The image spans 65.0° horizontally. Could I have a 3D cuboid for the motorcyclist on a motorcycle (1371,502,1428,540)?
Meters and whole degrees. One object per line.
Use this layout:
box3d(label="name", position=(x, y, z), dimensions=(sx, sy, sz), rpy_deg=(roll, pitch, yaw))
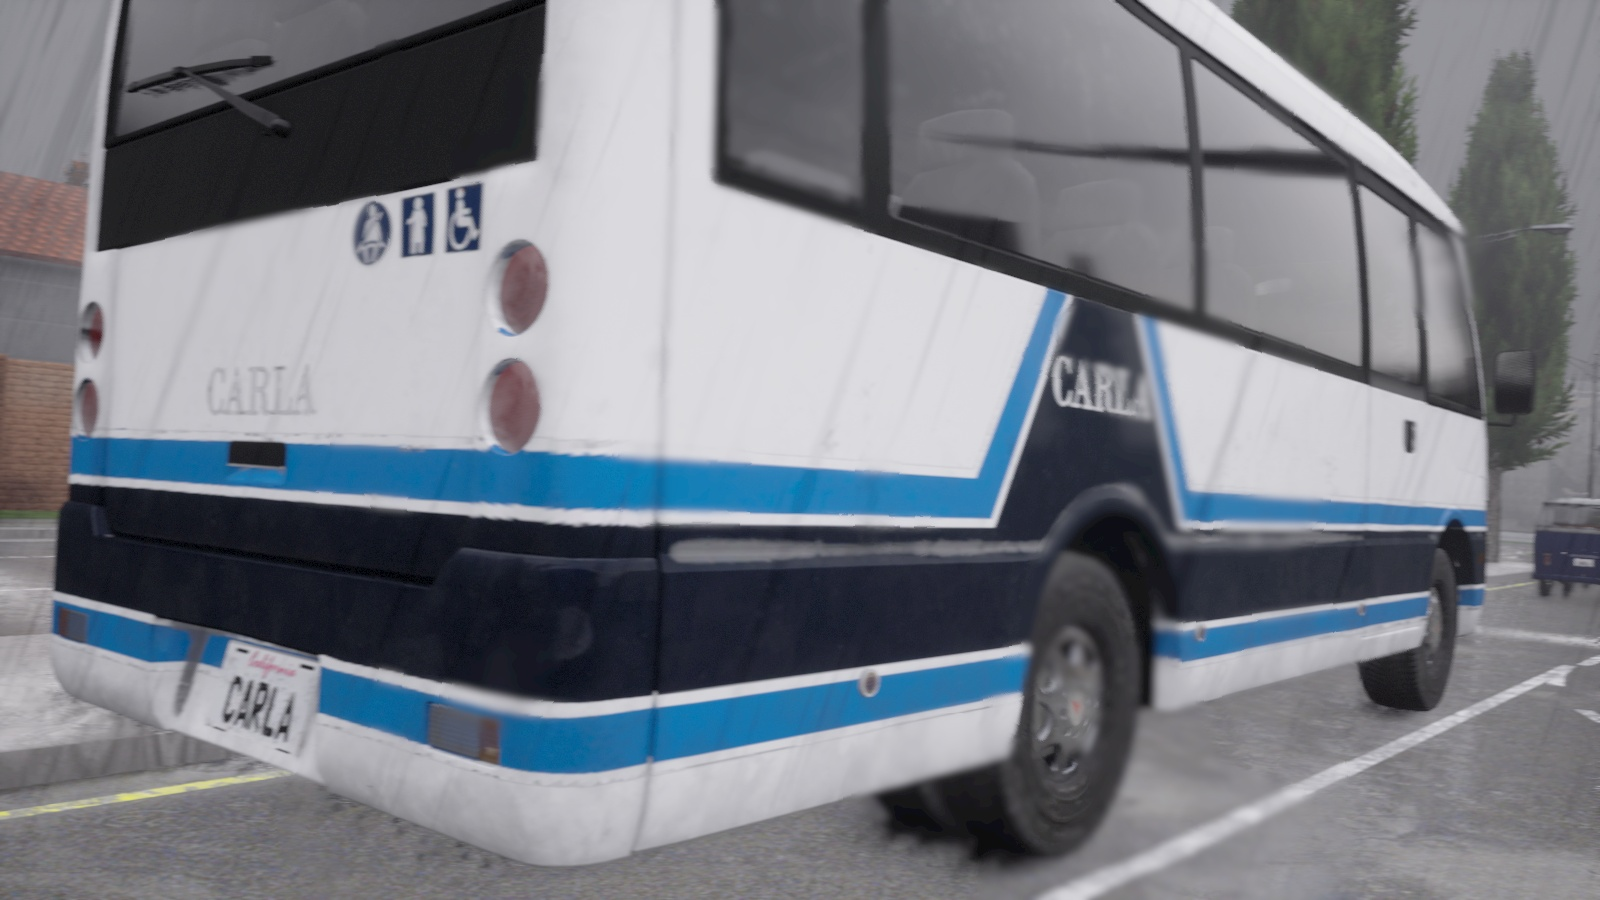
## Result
box3d(label="motorcyclist on a motorcycle", position=(28.382, 3.360, 59.505), dimensions=(0.766, 1.649, 2.350), rpy_deg=(4, -1, -31))

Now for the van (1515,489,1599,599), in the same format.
box3d(label="van", position=(15.967, 1.879, 25.418), dimensions=(1.775, 1.987, 4.442), rpy_deg=(2, -1, 40))

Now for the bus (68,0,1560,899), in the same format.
box3d(label="bus", position=(1.717, -0.339, 8.174), dimensions=(3.944, 4.253, 10.273), rpy_deg=(1, -2, 40))
